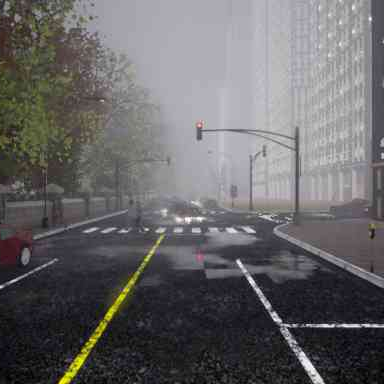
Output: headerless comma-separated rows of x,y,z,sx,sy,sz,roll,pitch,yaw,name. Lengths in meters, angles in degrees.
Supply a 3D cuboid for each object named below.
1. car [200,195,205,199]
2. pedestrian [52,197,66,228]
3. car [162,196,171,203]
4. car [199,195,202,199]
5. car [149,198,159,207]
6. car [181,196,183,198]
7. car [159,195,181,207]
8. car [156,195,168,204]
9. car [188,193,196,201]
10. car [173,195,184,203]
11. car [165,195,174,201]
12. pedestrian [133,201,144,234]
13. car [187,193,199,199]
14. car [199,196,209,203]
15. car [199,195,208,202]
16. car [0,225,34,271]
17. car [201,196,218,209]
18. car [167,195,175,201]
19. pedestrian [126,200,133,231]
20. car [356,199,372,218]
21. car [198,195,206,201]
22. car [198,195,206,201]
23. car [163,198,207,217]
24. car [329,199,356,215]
2.679,1.597,52.226,1.947,1.339,4.313,0,0,0,car
-7.659,1.149,19.148,0.375,1.860,0.375,0,0,0,pedestrian
-5.706,1.586,74.585,1.752,1.417,4.829,0,0,0,car
2.678,1.604,57.859,1.947,1.339,4.313,0,0,0,car
-5.701,1.613,52.224,1.802,1.307,4.206,0,0,0,car
-3.084,1.569,62.120,1.812,1.442,4.674,0,0,1,car
-3.108,1.515,47.405,2.128,1.511,4.902,0,0,0,car
-5.703,1.485,63.490,1.967,1.590,4.097,0,0,0,car
-0.020,1.177,83.910,2.150,2.045,5.566,0,0,0,car
-3.017,1.568,75.582,2.128,1.511,4.902,0,0,0,car
-5.708,1.521,86.018,1.967,1.590,4.097,0,0,0,car
-2.828,1.298,17.864,0.375,1.860,0.375,0,0,0,pedestrian
-0.017,1.590,73.463,2.033,1.411,5.357,0,0,0,car
2.675,1.606,74.757,1.887,1.381,4.507,0,0,0,car
2.673,1.511,80.389,1.967,1.590,4.097,0,0,0,car
-5.819,1.546,8.673,1.887,1.381,4.507,0,0,0,car
2.680,1.592,46.594,1.947,1.339,4.313,0,0,0,car
-5.711,1.636,91.651,1.887,1.381,4.507,0,0,0,car
-3.337,1.298,18.548,0.375,1.860,0.375,0,0,0,pedestrian
14.668,1.282,24.005,4.313,1.339,1.947,-1,1,0,car
2.672,1.521,86.020,1.967,1.590,4.097,0,0,0,car
2.670,1.642,91.653,2.008,1.369,4.403,0,0,0,car
-0.780,1.578,31.944,1.994,1.385,4.181,0,0,-30,car
14.599,1.308,29.806,4.181,1.385,1.994,-1,0,0,car
